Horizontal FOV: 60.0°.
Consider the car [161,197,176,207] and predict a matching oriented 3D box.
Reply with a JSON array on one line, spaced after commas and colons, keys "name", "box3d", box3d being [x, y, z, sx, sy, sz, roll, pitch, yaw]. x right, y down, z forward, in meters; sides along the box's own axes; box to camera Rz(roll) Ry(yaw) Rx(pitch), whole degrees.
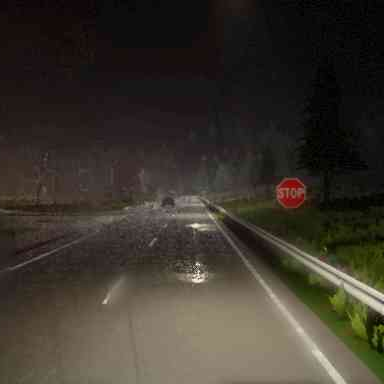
[{"name": "car", "box3d": [-3.500, 1.454, 50.077, 1.812, 1.442, 4.674, 0, 0, 0]}]
